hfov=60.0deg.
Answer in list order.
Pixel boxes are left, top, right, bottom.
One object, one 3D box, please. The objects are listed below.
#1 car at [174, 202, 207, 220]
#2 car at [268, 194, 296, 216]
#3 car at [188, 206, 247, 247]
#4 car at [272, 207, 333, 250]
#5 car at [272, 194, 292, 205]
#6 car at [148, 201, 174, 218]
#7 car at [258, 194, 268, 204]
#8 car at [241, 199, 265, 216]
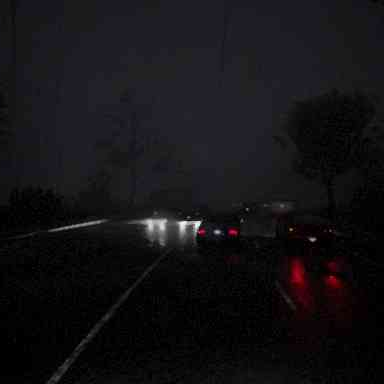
[{"bbox_3d":[0.394,1.654,29.080,2.033,1.411,5.357,0,0,15],"label":"car"},{"bbox_3d":[9.212,1.374,33.478,2.150,2.045,5.566,0,0,18],"label":"car"},{"bbox_3d":[1.348,1.608,15.296,2.033,1.411,5.357,0,0,8],"label":"car"},{"bbox_3d":[4.838,1.593,14.725,1.812,1.442,4.674,0,0,8],"label":"car"},{"bbox_3d":[18.332,1.516,67.324,2.150,2.045,5.566,0,0,34],"label":"car"},{"bbox_3d":[-2.526,1.596,31.391,2.128,1.511,4.902,0,0,16],"label":"car"},{"bbox_3d":[15.588,1.503,69.498,2.150,2.045,5.566,0,0,34],"label":"car"},{"bbox_3d":[6.196,1.712,35.349,1.994,1.385,4.181,0,0,18],"label":"car"}]
